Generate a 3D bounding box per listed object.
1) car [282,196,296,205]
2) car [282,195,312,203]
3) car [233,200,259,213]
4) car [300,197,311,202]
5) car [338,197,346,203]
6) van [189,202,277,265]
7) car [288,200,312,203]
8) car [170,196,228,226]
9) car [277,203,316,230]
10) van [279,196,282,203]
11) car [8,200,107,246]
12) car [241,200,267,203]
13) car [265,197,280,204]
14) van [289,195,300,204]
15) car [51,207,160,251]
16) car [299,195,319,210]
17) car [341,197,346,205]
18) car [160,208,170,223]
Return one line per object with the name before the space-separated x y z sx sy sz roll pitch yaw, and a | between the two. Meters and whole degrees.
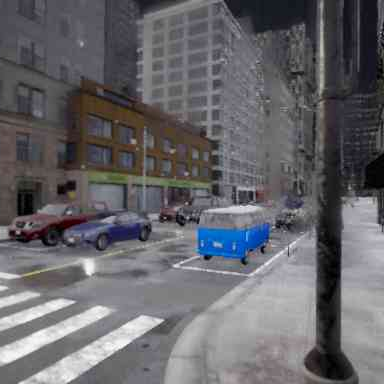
car | 19.313 1.723 65.886 1.967 1.590 4.097 1 0 27
car | 12.732 1.420 39.968 2.150 2.045 5.566 0 0 27
car | 6.670 1.728 40.850 1.947 1.339 4.313 1 0 27
car | 29.423 1.919 85.915 2.008 1.369 4.403 1 0 27
car | 37.033 1.991 82.072 1.802 1.307 4.206 1 0 27
van | 1.643 1.416 11.970 1.690 1.788 3.998 1 0 27
car | 9.301 1.679 27.144 1.752 1.417 4.829 1 0 27
car | 0.952 1.315 23.629 2.150 2.045 5.566 0 0 27
car | 6.695 1.678 21.984 2.008 1.369 4.403 1 0 27
van | 16.786 1.601 60.878 1.690 1.788 3.998 1 0 27
car | -5.967 1.350 15.812 2.192 1.841 5.009 1 0 27
car | 5.527 1.741 32.684 1.895 1.301 4.718 0 0 28
car | 11.725 1.794 50.863 1.802 1.307 4.206 1 0 27
van | 21.843 1.646 70.892 1.690 1.788 3.998 1 0 27
car | -3.556 1.573 14.706 1.812 1.442 4.674 0 0 27
car | 17.415 1.466 49.364 2.150 2.045 5.566 0 0 27
car | 29.448 1.911 67.049 1.947 1.339 4.313 1 0 27
car | -0.915 1.631 25.827 1.887 1.381 4.507 1 0 27
